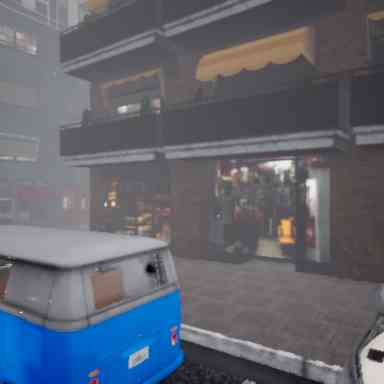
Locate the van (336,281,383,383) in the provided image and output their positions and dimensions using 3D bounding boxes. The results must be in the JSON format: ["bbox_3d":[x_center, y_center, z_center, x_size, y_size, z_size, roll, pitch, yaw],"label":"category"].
[{"bbox_3d":[2.536,1.322,1.056,3.998,1.788,1.690,-1,0,35],"label":"van"}]

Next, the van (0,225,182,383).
[{"bbox_3d":[-2.030,1.387,4.302,3.998,1.788,1.690,-1,0,35],"label":"van"}]
